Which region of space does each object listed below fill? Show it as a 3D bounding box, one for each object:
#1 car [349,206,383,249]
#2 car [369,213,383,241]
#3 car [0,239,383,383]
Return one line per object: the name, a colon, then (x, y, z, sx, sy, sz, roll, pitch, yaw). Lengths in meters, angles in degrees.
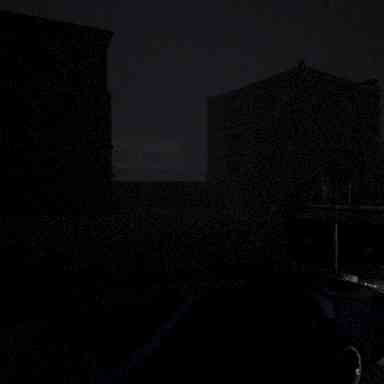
car: (10.667, 1.841, 16.366, 2.185, 1.767, 4.553, 3, -2, -35)
car: (12.927, 2.109, 18.210, 1.946, 1.575, 5.366, 4, -2, -35)
car: (0.062, 1.548, 3.597, 5.357, 1.411, 2.033, 1, 0, -32)
